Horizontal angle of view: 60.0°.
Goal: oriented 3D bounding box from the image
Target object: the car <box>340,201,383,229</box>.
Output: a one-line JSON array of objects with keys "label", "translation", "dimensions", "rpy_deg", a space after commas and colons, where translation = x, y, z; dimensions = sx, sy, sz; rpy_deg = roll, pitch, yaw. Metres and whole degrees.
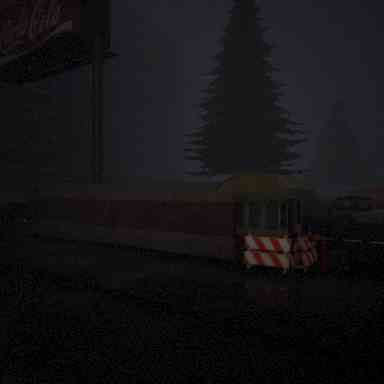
[{"label": "car", "translation": [11.219, 1.338, 19.680], "dimensions": [4.193, 1.474, 1.816], "rpy_deg": [0, 0, 35]}]

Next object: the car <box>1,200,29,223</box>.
[{"label": "car", "translation": [-13.524, 1.505, 25.926], "dimensions": [1.837, 1.490, 4.892], "rpy_deg": [0, 0, 35]}]

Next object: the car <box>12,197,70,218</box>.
[{"label": "car", "translation": [-14.172, 1.352, 31.426], "dimensions": [2.097, 1.767, 4.553], "rpy_deg": [0, 0, 35]}]

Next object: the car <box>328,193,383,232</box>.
[{"label": "car", "translation": [9.282, 1.149, 17.621], "dimensions": [3.866, 1.878, 1.905], "rpy_deg": [0, 0, 35]}]
